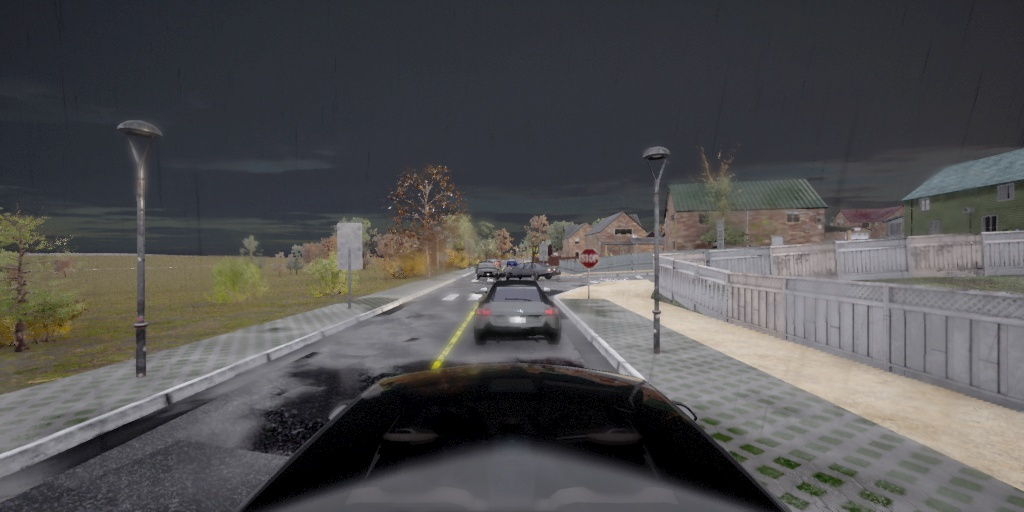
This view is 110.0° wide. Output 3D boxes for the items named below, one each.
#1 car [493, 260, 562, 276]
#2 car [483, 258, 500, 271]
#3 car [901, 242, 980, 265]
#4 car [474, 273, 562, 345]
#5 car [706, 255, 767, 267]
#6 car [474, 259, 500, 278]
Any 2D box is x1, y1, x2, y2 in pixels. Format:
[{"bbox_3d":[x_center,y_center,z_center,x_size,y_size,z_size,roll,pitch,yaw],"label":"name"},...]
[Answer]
[{"bbox_3d":[1.325,1.198,28.522,5.357,1.411,2.033,-4,-3,43],"label":"car"},{"bbox_3d":[-2.869,1.121,51.249,2.097,1.767,4.553,0,0,1],"label":"car"},{"bbox_3d":[23.880,-0.208,20.486,4.902,1.511,2.128,-3,0,14],"label":"car"},{"bbox_3d":[0.099,1.313,9.506,1.994,1.385,4.181,0,0,-1],"label":"car"},{"bbox_3d":[14.378,0.413,22.904,4.181,1.385,1.994,-3,0,16],"label":"car"},{"bbox_3d":[-2.264,1.258,31.431,1.837,1.490,4.892,0,0,-8],"label":"car"}]
